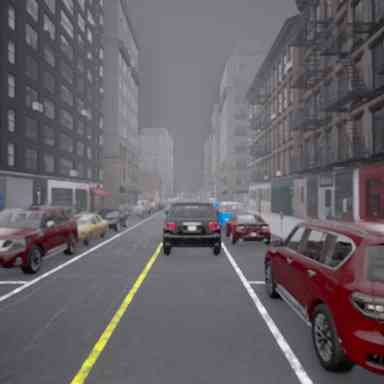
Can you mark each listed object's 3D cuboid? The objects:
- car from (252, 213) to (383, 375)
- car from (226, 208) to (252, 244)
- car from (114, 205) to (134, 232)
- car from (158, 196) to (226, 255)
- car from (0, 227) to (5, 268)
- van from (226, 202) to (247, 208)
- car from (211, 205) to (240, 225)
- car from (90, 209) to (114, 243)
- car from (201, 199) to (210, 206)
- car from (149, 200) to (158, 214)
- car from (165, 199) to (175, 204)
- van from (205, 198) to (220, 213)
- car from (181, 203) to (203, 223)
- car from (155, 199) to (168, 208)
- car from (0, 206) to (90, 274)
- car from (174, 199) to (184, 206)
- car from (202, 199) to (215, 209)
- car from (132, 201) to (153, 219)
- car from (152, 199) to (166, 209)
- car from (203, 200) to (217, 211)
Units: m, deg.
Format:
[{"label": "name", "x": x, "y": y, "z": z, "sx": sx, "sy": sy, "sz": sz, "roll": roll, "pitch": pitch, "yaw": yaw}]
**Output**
[{"label": "car", "x": 2.638, "y": 1.369, "z": 5.674, "sx": 2.192, "sy": 1.841, "sz": 5.009, "roll": 0, "pitch": -1, "yaw": 0}, {"label": "car", "x": 2.639, "y": 1.700, "z": 16.490, "sx": 1.887, "sy": 1.381, "sz": 4.507, "roll": 0, "pitch": -1, "yaw": 0}, {"label": "car", "x": -5.386, "y": 1.771, "z": 21.900, "sx": 1.947, "sy": 1.339, "sz": 4.313, "roll": 0, "pitch": -1, "yaw": 0}, {"label": "car", "x": 0.002, "y": 1.349, "z": 14.009, "sx": 2.150, "sy": 2.045, "sz": 5.566, "roll": 0, "pitch": 0, "yaw": 0}, {"label": "car", "x": -5.387, "y": 1.578, "z": 5.502, "sx": 1.752, "sy": 1.417, "sz": 4.829, "roll": 0, "pitch": -1, "yaw": 0}, {"label": "van", "x": 2.640, "y": 1.546, "z": 21.902, "sx": 1.690, "sy": 1.788, "sz": 3.998, "roll": 0, "pitch": -1, "yaw": 0}, {"label": "car", "x": 2.640, "y": 1.820, "z": 27.309, "sx": 1.947, "sy": 1.339, "sz": 4.313, "roll": 0, "pitch": -1, "yaw": 0}, {"label": "car", "x": -5.386, "y": 1.679, "z": 16.321, "sx": 1.752, "sy": 1.417, "sz": 4.829, "roll": 0, "pitch": -1, "yaw": 0}, {"label": "car", "x": 2.756, "y": 2.142, "z": 69.277, "sx": 1.837, "sy": 1.490, "sz": 4.892, "roll": 0, "pitch": -1, "yaw": 0}, {"label": "car", "x": -5.384, "y": 1.919, "z": 38.128, "sx": 1.947, "sy": 1.339, "sz": 4.313, "roll": 0, "pitch": -1, "yaw": 0}, {"label": "car", "x": -5.380, "y": 2.299, "z": 81.401, "sx": 2.008, "sy": 1.369, "sz": 4.403, "roll": 0, "pitch": -1, "yaw": 0}, {"label": "van", "x": 2.642, "y": 1.742, "z": 43.538, "sx": 1.690, "sy": 1.788, "sz": 3.998, "roll": 0, "pitch": -1, "yaw": 0}, {"label": "car", "x": 0.006, "y": 1.780, "z": 29.298, "sx": 1.837, "sy": 1.490, "sz": 4.892, "roll": 0, "pitch": 0, "yaw": 0}, {"label": "car", "x": -5.382, "y": 1.989, "z": 59.766, "sx": 1.967, "sy": 1.590, "sz": 4.097, "roll": 0, "pitch": -1, "yaw": 0}, {"label": "car", "x": -5.387, "y": 1.421, "z": 11.084, "sx": 2.192, "sy": 1.841, "sz": 5.009, "roll": 0, "pitch": -1, "yaw": 0}, {"label": "car", "x": -2.744, "y": 2.205, "z": 70.991, "sx": 1.994, "sy": 1.385, "sz": 4.181, "roll": 0, "pitch": -1, "yaw": 0}, {"label": "car", "x": 2.643, "y": 1.940, "z": 54.356, "sx": 1.967, "sy": 1.590, "sz": 4.097, "roll": 0, "pitch": -1, "yaw": 0}, {"label": "car", "x": -5.384, "y": 1.855, "z": 32.719, "sx": 2.008, "sy": 1.369, "sz": 4.403, "roll": 0, "pitch": -1, "yaw": 0}, {"label": "car", "x": -5.382, "y": 1.940, "z": 54.357, "sx": 1.967, "sy": 1.590, "sz": 4.097, "roll": 0, "pitch": -1, "yaw": 0}, {"label": "car", "x": 2.642, "y": 1.977, "z": 49.116, "sx": 1.752, "sy": 1.417, "sz": 4.829, "roll": 0, "pitch": -1, "yaw": 0}]
